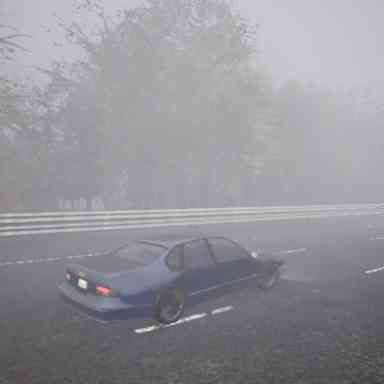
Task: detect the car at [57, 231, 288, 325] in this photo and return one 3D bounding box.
[{"bbox_3d":[-0.009,1.585,7.254,5.357,1.411,2.033,1,-1,-45],"label":"car"}]
